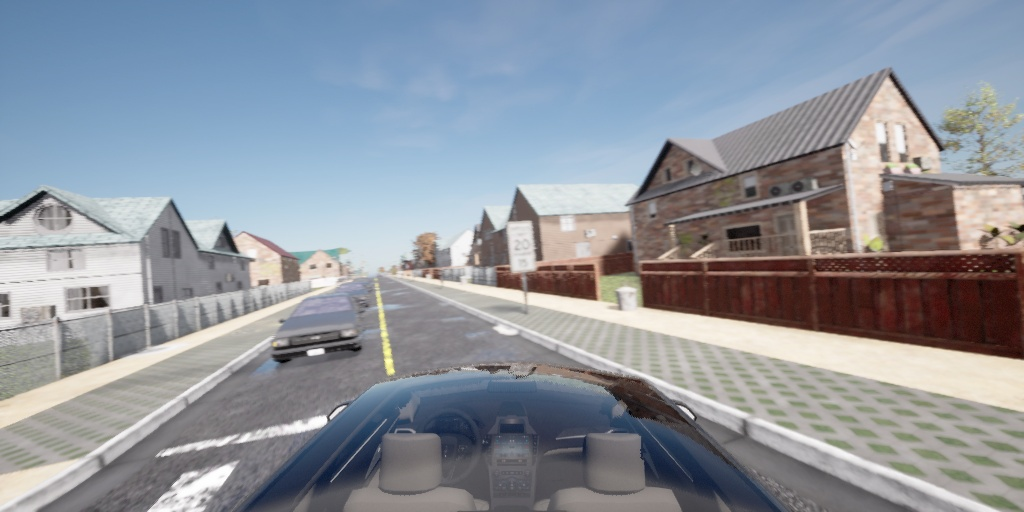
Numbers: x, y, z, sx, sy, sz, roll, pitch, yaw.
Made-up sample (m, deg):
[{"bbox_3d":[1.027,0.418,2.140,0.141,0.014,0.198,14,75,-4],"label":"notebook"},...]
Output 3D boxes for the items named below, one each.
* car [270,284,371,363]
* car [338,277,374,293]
[{"bbox_3d":[-5.271,1.818,10.344,2.033,1.411,5.357,-5,0,-21],"label":"car"},{"bbox_3d":[-9.199,2.234,20.627,2.033,1.411,5.357,-5,0,-21],"label":"car"}]
